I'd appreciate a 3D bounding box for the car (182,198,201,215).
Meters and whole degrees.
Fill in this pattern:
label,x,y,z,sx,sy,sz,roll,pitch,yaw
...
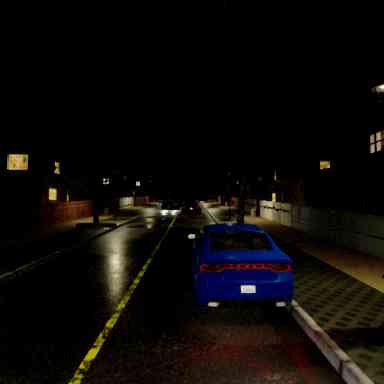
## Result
label,x,y,z,sx,sy,sz,roll,pitch,yaw
car,-0.039,1.609,34.765,1.994,1.385,4.181,0,0,1

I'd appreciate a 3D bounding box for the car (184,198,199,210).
label,x,y,z,sx,sy,sz,roll,pitch,yaw
car,-0.080,1.565,44.645,1.837,1.490,4.892,0,0,0

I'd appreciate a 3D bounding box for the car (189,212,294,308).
label,x,y,z,sx,sy,sz,roll,pitch,yaw
car,0.939,1.487,8.071,1.882,1.535,5.008,0,0,0

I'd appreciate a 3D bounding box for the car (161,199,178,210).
label,x,y,z,sx,sy,sz,roll,pitch,yaw
car,-2.882,1.621,42.902,1.994,1.385,4.181,0,0,0
